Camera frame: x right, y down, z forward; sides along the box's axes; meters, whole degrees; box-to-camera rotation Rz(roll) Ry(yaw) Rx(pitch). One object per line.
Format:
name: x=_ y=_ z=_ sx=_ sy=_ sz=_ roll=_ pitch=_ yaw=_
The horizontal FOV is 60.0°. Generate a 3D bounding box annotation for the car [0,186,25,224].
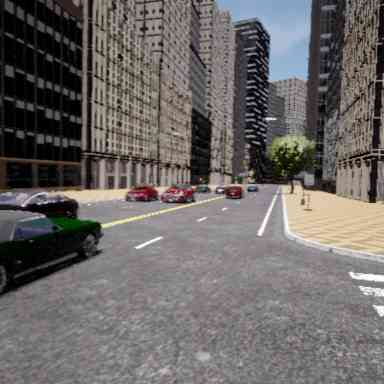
car: x=-9.208 y=0.572 z=12.941 sx=2.128 sy=1.511 sz=4.902 roll=2 pitch=2 yaw=15

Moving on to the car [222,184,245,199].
car: x=5.469 y=-0.032 z=41.505 sx=1.882 sy=1.535 sz=5.008 roll=2 pitch=2 yaw=15

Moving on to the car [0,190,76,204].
car: x=-6.069 y=0.689 z=12.115 sx=2.128 sy=1.511 sz=4.902 roll=2 pitch=2 yaw=15

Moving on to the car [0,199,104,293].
car: x=-3.836 y=1.067 z=7.147 sx=1.895 sy=1.301 sz=4.718 roll=2 pitch=3 yaw=15

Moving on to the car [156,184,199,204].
car: x=-1.174 y=0.054 z=30.131 sx=2.097 sy=1.767 sz=4.553 roll=2 pitch=2 yaw=15

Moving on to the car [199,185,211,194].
car: x=1.789 y=-0.490 z=53.238 sx=1.994 sy=1.385 sz=4.181 roll=2 pitch=2 yaw=16

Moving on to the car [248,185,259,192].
car: x=12.288 y=-0.660 z=66.693 sx=1.994 sy=1.385 sz=4.181 roll=2 pitch=2 yaw=15

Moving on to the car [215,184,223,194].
car: x=4.936 y=-0.434 z=52.425 sx=2.128 sy=1.511 sz=4.902 roll=2 pitch=2 yaw=16

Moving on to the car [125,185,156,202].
car: x=-4.444 y=0.111 z=30.522 sx=1.812 sy=1.442 sz=4.674 roll=2 pitch=2 yaw=15
